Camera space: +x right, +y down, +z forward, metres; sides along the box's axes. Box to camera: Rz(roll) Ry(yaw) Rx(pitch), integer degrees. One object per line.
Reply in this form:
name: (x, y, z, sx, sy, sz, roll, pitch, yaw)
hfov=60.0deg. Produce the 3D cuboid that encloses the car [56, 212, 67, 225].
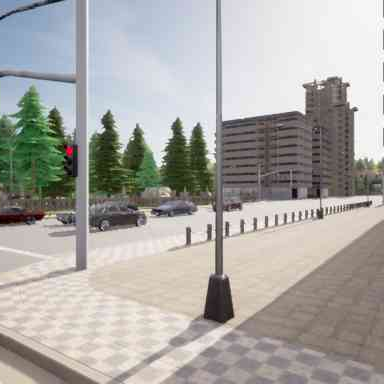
car: (-7.149, 1.601, 23.759, 1.895, 1.301, 4.718, 0, 0, 36)

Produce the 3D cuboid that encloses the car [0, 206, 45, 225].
car: (-12.575, 1.601, 22.261, 1.895, 1.301, 4.718, 0, 0, 37)

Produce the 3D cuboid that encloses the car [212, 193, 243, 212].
car: (4.273, 1.352, 39.744, 2.097, 1.767, 4.553, 0, 0, 36)

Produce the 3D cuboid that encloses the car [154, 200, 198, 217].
car: (-1.541, 1.547, 31.613, 2.033, 1.411, 5.357, 0, 0, 36)

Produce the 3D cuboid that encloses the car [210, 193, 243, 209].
car: (4.927, 1.221, 46.638, 2.150, 2.045, 5.566, 0, 0, 36)

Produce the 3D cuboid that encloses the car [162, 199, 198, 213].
car: (-1.331, 1.564, 37.941, 1.994, 1.385, 4.181, 0, 0, 35)

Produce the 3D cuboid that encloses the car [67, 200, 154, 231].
car: (-4.879, 1.505, 20.567, 1.837, 1.490, 4.892, 0, 0, 36)
